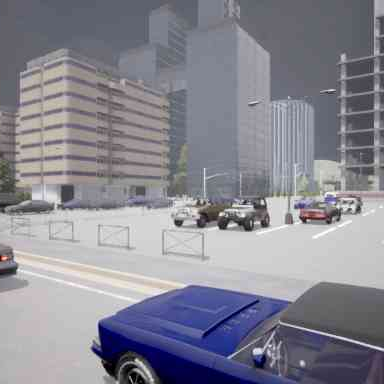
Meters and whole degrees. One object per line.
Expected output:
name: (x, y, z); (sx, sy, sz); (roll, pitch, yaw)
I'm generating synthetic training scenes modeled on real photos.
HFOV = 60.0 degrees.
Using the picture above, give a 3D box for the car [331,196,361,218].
car: (15.119, 1.395, 32.174); (1.970, 1.475, 3.806); (0, 0, 34)

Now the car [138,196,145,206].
car: (-5.109, 1.547, 50.118); (2.033, 1.411, 5.357); (0, 0, 34)

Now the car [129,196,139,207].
car: (-8.792, 1.352, 50.873); (2.097, 1.767, 4.553); (0, 0, 35)

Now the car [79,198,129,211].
car: (-10.901, 1.547, 41.502); (2.033, 1.411, 5.357); (0, 0, 34)

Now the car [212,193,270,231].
car: (3.094, 1.156, 19.219); (1.905, 1.878, 3.866); (0, 0, 34)

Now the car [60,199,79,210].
car: (-14.469, 1.547, 42.477); (2.033, 1.411, 5.357); (0, 0, 34)

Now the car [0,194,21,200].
car: (-20.179, 1.222, 33.968); (2.150, 2.045, 5.566); (0, 0, 34)

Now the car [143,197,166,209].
car: (-4.157, 1.564, 44.923); (1.994, 1.385, 4.181); (0, 0, 34)

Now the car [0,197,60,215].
car: (-16.232, 1.526, 33.530); (1.812, 1.442, 4.674); (0, 0, 34)

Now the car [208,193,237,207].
car: (4.839, 1.224, 52.049); (2.150, 2.045, 5.566); (0, 0, 34)

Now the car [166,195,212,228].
car: (0.727, 1.153, 20.885); (1.932, 1.855, 4.605); (0, 0, 34)

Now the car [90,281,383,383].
car: (1.205, 1.601, 3.130); (4.718, 1.301, 1.895); (0, 0, 35)

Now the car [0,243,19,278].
car: (-6.640, 1.547, 8.646); (5.357, 1.411, 2.033); (0, 0, 35)

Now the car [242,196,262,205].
car: (11.211, 1.505, 61.545); (1.837, 1.490, 4.892); (0, 0, 34)
